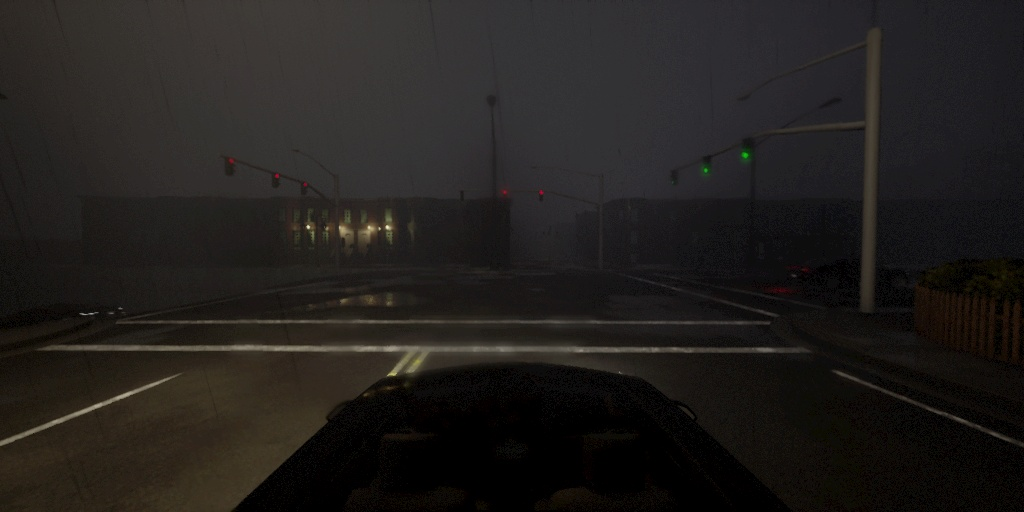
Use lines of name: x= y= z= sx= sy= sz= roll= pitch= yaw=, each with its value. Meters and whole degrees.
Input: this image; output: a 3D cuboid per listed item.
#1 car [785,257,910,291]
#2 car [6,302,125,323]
car: x=16.007 y=0.801 z=17.221 sx=5.008 sy=1.535 sz=1.882 roll=0 pitch=2 yaw=0
car: x=-21.385 y=2.971 z=16.955 sx=4.892 sy=1.490 sz=1.837 roll=-12 pitch=3 yaw=0
